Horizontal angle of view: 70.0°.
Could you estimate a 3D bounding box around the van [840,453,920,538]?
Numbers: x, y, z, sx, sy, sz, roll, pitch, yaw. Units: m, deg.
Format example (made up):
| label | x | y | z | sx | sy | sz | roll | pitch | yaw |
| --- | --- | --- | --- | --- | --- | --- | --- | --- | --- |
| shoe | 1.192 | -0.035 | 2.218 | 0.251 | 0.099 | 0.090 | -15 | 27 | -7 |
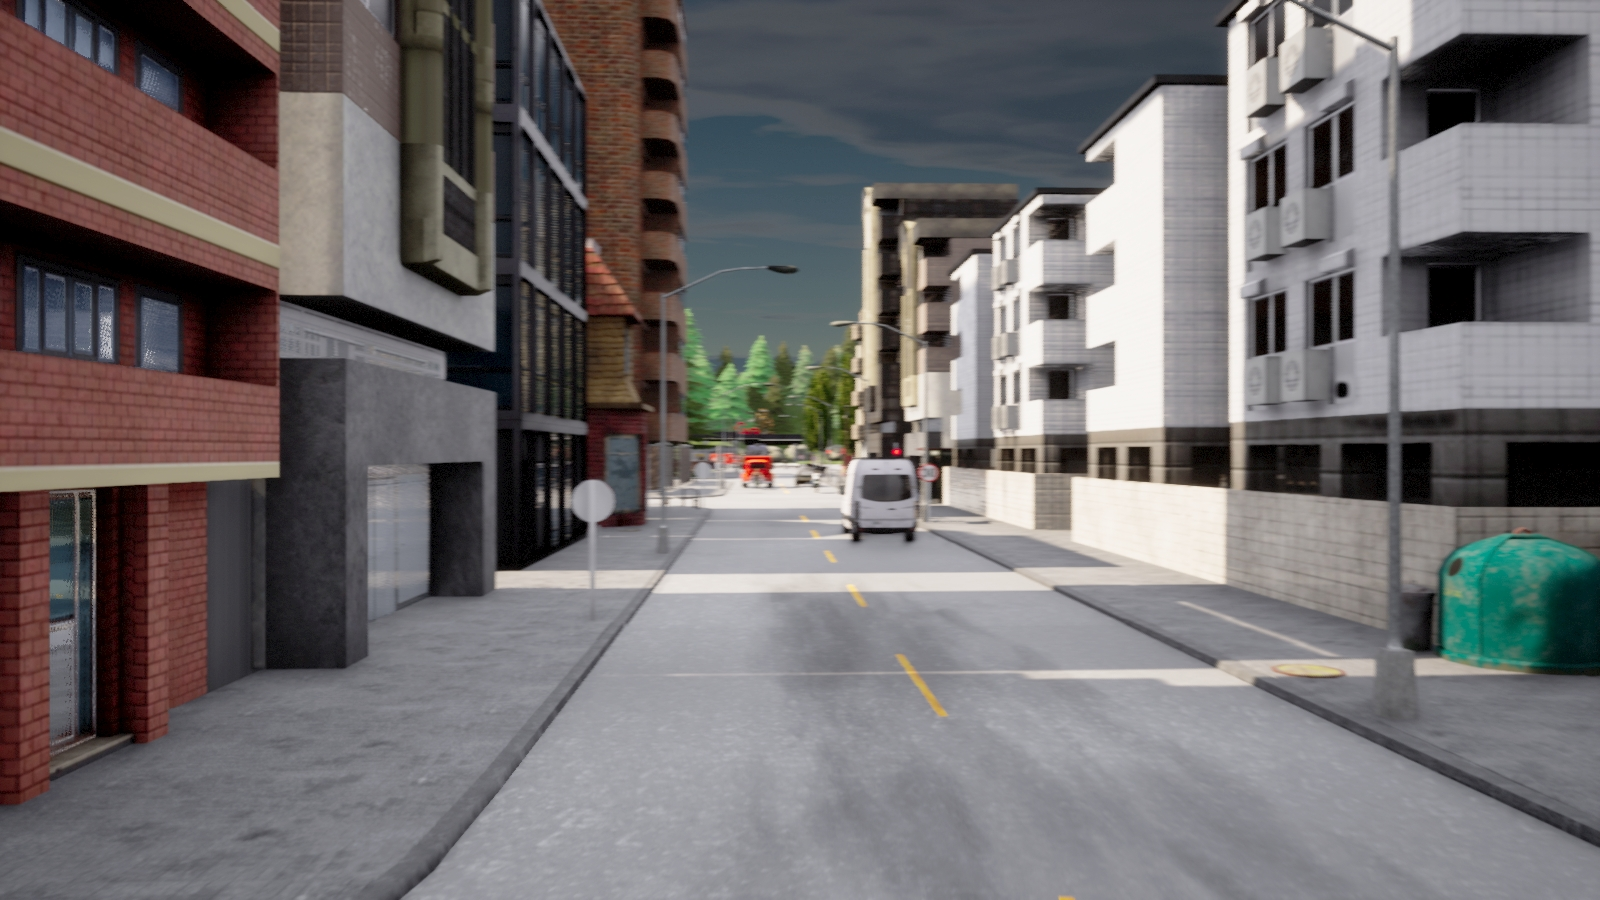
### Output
| label | x | y | z | sx | sy | sz | roll | pitch | yaw |
| --- | --- | --- | --- | --- | --- | --- | --- | --- | --- |
| van | 2.519 | 1.366 | 37.449 | 1.988 | 2.561 | 5.915 | 0 | 0 | -2 |
